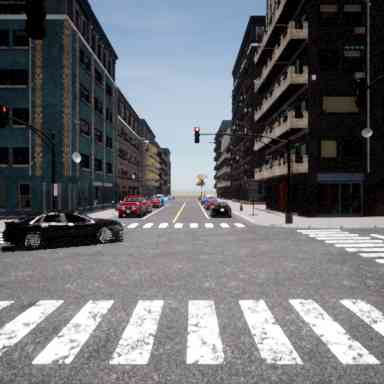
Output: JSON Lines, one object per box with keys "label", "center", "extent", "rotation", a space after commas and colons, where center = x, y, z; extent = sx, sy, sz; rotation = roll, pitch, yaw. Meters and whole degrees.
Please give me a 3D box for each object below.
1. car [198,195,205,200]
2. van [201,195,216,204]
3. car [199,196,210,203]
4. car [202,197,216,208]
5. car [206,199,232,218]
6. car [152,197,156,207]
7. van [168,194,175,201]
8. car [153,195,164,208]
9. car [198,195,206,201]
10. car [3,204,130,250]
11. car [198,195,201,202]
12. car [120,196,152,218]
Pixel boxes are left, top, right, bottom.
{"label": "car", "center": [2.582, 1.493, 91.272], "extent": [1.887, 1.381, 4.507], "rotation": [0, 0, 0]}
{"label": "van", "center": [2.575, 1.326, 46.855], "extent": [1.690, 1.788, 3.998], "rotation": [0, 0, 0]}
{"label": "car", "center": [2.579, 1.521, 69.063], "extent": [2.008, 1.369, 4.403], "rotation": [0, 0, 0]}
{"label": "car", "center": [2.574, 1.570, 41.303], "extent": [1.802, 1.307, 4.206], "rotation": [0, 0, 0]}
{"label": "car", "center": [2.572, 1.560, 30.199], "extent": [1.947, 1.339, 4.313], "rotation": [0, 0, 0]}
{"label": "car", "center": [-5.308, 1.536, 35.752], "extent": [1.887, 1.381, 4.507], "rotation": [0, 0, 0]}
{"label": "van", "center": [-5.298, 1.296, 85.720], "extent": [1.690, 1.788, 3.998], "rotation": [0, 0, 0]}
{"label": "car", "center": [-5.305, 1.530, 46.856], "extent": [1.887, 1.381, 4.507], "rotation": [0, 0, 0]}
{"label": "car", "center": [2.581, 1.499, 85.719], "extent": [1.887, 1.381, 4.507], "rotation": [0, 0, 0]}
{"label": "car", "center": [-5.491, 1.558, 14.645], "extent": [4.892, 1.490, 1.837], "rotation": [-1, 2, -26]}
{"label": "car", "center": [2.577, 1.418, 57.959], "extent": [1.967, 1.590, 4.097], "rotation": [0, 0, 0]}
{"label": "car", "center": [-5.308, 1.309, 30.200], "extent": [2.192, 1.841, 5.009], "rotation": [0, 0, 0]}
